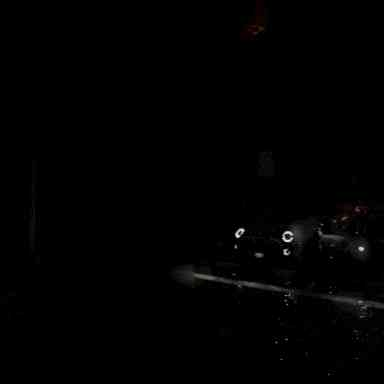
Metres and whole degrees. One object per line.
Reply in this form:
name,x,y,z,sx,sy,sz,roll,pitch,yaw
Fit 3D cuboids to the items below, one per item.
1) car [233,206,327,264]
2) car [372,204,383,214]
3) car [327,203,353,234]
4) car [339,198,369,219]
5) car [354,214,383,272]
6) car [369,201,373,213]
car,3.221,1.335,12.024,2.097,1.767,4.553,0,0,32
car,11.272,1.473,18.227,1.882,1.535,5.008,0,0,32
car,7.832,1.545,19.335,1.994,1.385,4.181,0,0,32
car,13.161,1.331,27.766,2.097,1.767,4.553,0,0,32
car,6.259,1.598,10.282,1.895,1.301,4.718,0,0,32
car,18.675,1.525,36.447,2.033,1.411,5.357,0,0,33
